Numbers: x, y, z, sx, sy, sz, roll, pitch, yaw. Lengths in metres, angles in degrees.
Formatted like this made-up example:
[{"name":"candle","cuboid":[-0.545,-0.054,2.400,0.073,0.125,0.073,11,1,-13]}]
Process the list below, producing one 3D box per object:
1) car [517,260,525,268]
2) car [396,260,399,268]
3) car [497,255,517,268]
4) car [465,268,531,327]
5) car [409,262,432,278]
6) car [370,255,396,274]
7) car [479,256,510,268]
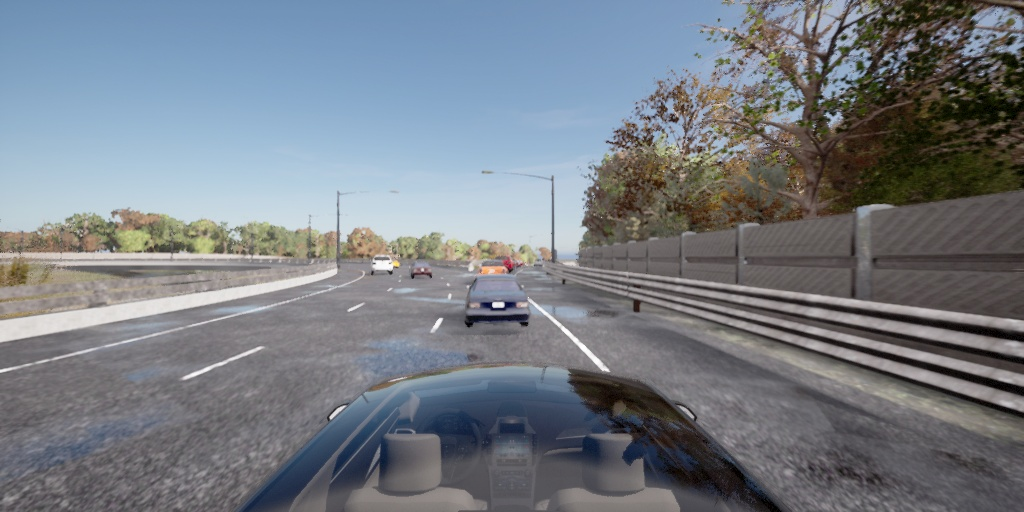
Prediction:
[{"name":"car","cuboid":[0.923,1.279,58.251,1.895,1.301,4.718,0,0,9]},{"name":"car","cuboid":[-19.789,1.186,58.175,1.882,1.535,5.008,0,0,-31]},{"name":"car","cuboid":[-0.917,0.920,43.678,2.150,2.045,5.566,0,0,4]},{"name":"car","cuboid":[-0.514,1.285,11.539,2.033,1.411,5.357,0,0,-4]},{"name":"car","cuboid":[-8.630,1.270,33.802,2.033,1.411,5.357,0,0,-18]},{"name":"car","cuboid":[-14.740,0.944,40.437,2.150,2.045,5.566,0,0,-22]},{"name":"car","cuboid":[-1.389,1.073,26.867,2.097,1.767,4.553,0,0,-1]}]
